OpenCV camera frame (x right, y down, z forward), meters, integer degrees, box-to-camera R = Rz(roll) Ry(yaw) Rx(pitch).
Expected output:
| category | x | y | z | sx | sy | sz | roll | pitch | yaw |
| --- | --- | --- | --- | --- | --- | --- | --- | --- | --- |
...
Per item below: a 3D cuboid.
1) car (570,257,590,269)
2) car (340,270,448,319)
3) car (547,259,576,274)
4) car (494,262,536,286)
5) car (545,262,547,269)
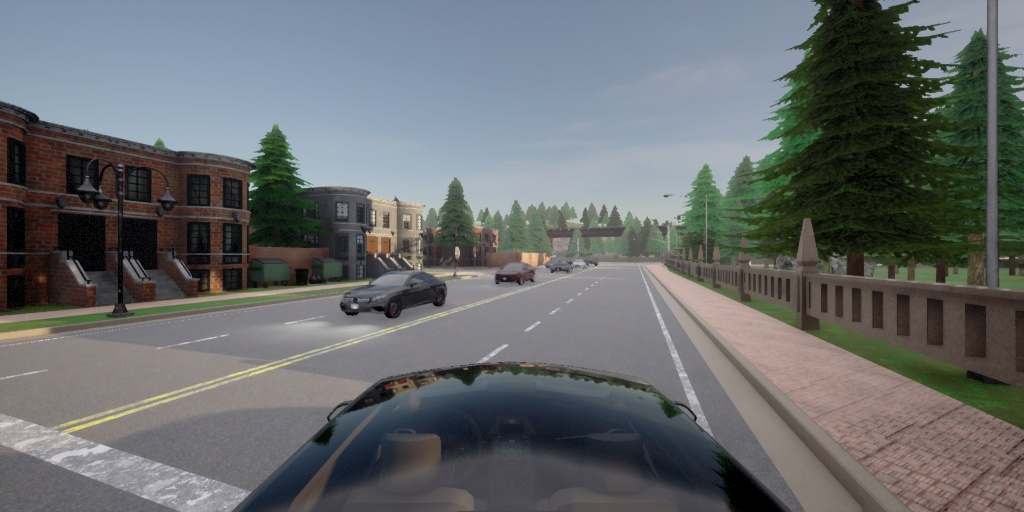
| category | x | y | z | sx | sy | sz | roll | pitch | yaw |
| --- | --- | --- | --- | --- | --- | --- | --- | --- | --- |
| car | 10.309 | 1.276 | 55.007 | 1.812 | 1.442 | 4.674 | 0 | 0 | 19 |
| car | -4.044 | 1.276 | 13.144 | 1.812 | 1.442 | 4.674 | 0 | 0 | 19 |
| car | 5.799 | 1.313 | 41.867 | 1.994 | 1.385 | 4.181 | 0 | 0 | 19 |
| car | 0.320 | 1.228 | 25.886 | 1.882 | 1.535 | 5.008 | 0 | 0 | 19 |
| car | 6.274 | 1.241 | 54.034 | 2.128 | 1.511 | 4.902 | 0 | 0 | 19 |
